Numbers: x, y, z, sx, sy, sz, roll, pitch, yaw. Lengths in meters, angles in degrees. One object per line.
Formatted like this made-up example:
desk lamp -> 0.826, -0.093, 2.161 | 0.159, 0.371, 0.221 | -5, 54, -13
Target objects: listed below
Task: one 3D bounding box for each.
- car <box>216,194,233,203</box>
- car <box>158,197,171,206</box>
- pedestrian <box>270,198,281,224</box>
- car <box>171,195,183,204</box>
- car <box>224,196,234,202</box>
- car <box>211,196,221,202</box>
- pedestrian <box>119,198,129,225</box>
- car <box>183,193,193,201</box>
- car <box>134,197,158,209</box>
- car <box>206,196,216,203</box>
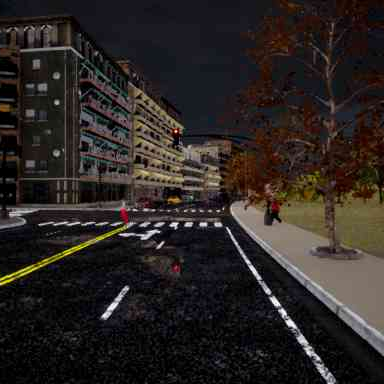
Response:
car -> 7.661, 1.534, 78.300 | 2.150, 2.045, 5.566 | 0, 0, 11
car -> -5.566, 1.784, 58.605 | 1.895, 1.301, 4.718 | 0, 0, 8
pedestrian -> 5.353, 1.167, 21.489 | 0.375, 1.860, 0.375 | 0, 0, 3
car -> -3.860, 1.722, 69.337 | 1.882, 1.535, 5.008 | 0, 0, 9
car -> 9.814, 1.871, 88.711 | 2.128, 1.511, 4.902 | 0, 0, 13
car -> 6.545, 1.816, 88.990 | 1.882, 1.535, 5.008 | 0, 0, 13
pedestrian -> -4.601, 1.322, 22.620 | 0.375, 1.860, 0.375 | 0, 0, 3
car -> -1.117, 1.341, 84.153 | 2.150, 2.045, 5.566 | 0, 0, 11
car -> -6.895, 1.478, 48.257 | 2.097, 1.767, 4.553 | 0, 0, 7
car -> 4.455, 1.834, 78.842 | 2.128, 1.511, 4.902 | 0, 0, 11
